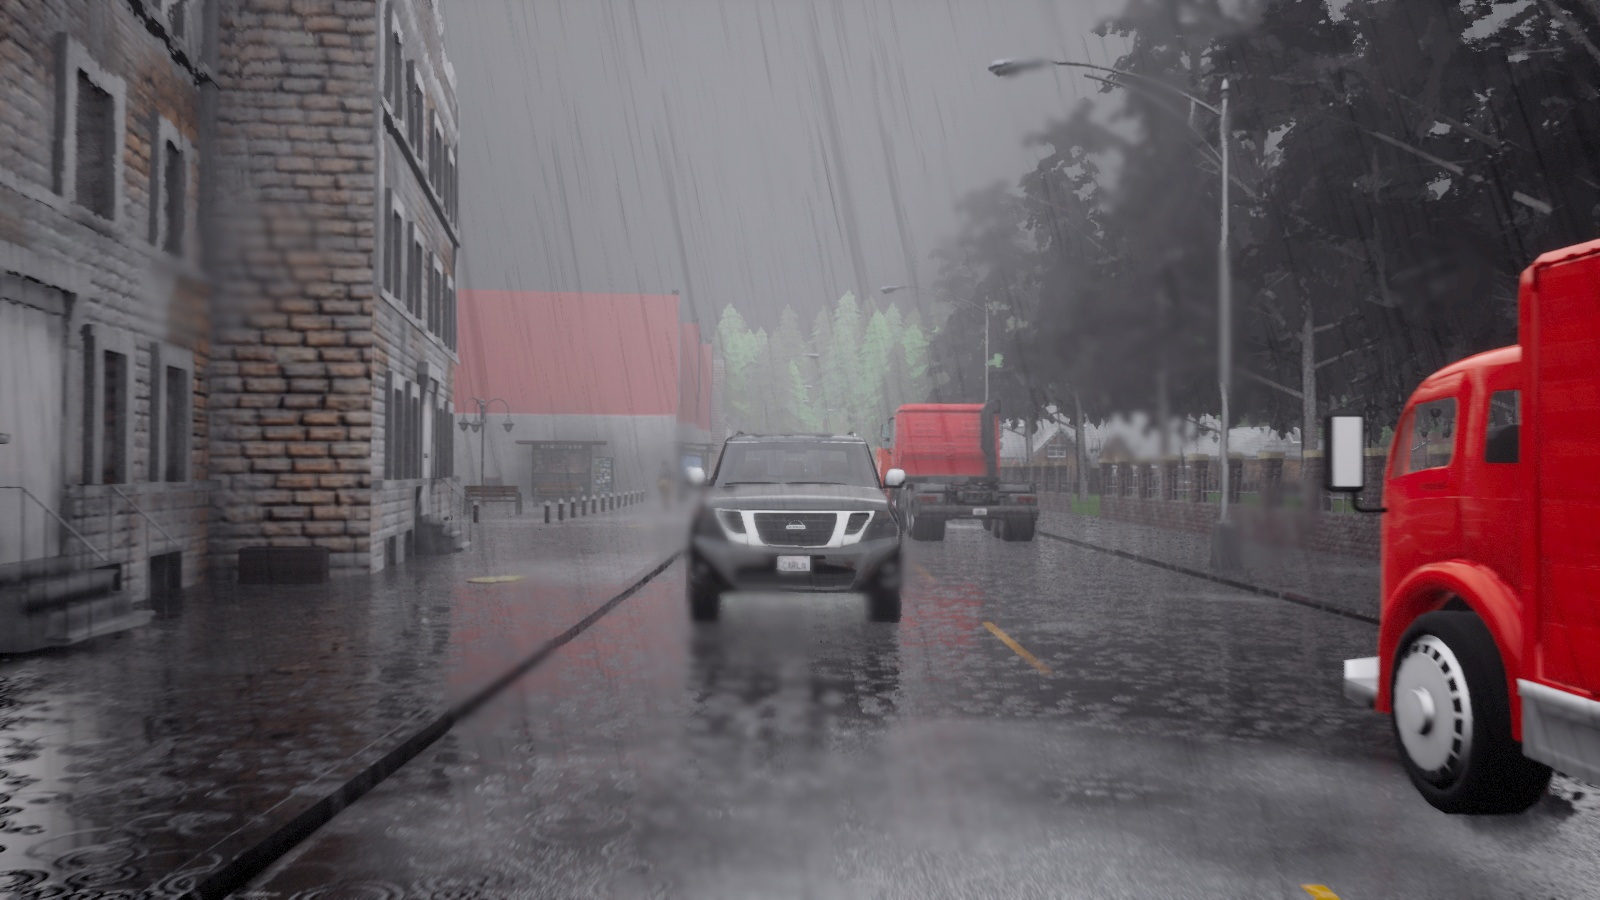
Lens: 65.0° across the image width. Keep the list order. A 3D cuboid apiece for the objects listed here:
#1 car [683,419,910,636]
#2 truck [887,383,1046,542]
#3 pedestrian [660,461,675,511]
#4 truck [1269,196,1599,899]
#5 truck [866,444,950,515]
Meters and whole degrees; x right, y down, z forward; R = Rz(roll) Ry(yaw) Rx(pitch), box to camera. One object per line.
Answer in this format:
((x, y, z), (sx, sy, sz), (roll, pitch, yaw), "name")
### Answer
((-0.041, 0.780, 14.709), (2.150, 2.045, 5.566), (0, -1, 0), "car")
((3.912, 0.343, 31.444), (2.891, 3.462, 7.936), (0, -1, 0), "truck")
((-4.962, 1.332, 47.095), (0.540, 1.848, 0.694), (0, -1, -8), "pedestrian")
((3.985, 0.387, 4.510), (2.627, 2.467, 5.204), (0, -1, 0), "truck")
((3.891, 1.086, 46.318), (2.627, 2.467, 5.204), (0, -1, 0), "truck")
